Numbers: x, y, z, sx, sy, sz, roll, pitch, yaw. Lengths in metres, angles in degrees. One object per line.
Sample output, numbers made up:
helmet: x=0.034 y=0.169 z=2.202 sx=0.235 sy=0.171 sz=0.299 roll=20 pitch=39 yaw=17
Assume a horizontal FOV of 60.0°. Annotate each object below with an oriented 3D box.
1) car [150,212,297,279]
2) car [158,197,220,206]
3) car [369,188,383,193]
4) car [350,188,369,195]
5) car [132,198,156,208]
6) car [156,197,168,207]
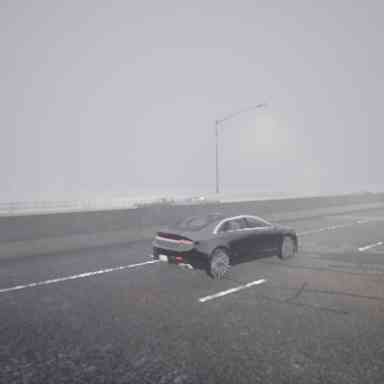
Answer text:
car: x=1.136 y=1.317 z=9.571 sx=4.902 sy=1.511 sz=2.128 roll=-2 pitch=1 yaw=-41
car: x=0.340 y=1.218 z=23.016 sx=4.718 sy=1.301 sz=1.895 roll=-2 pitch=1 yaw=-41
car: x=31.281 y=0.129 z=54.254 sx=4.674 sy=1.442 sz=1.812 roll=-2 pitch=1 yaw=-40
car: x=28.598 y=0.133 z=56.559 sx=4.674 sy=1.442 sz=1.812 roll=-2 pitch=1 yaw=-40
car: x=-2.921 y=1.163 z=29.448 sx=4.718 sy=1.301 sz=1.895 roll=-2 pitch=1 yaw=-41
car: x=0.052 y=1.097 z=27.391 sx=5.357 sy=1.411 sz=2.033 roll=-2 pitch=1 yaw=-41
